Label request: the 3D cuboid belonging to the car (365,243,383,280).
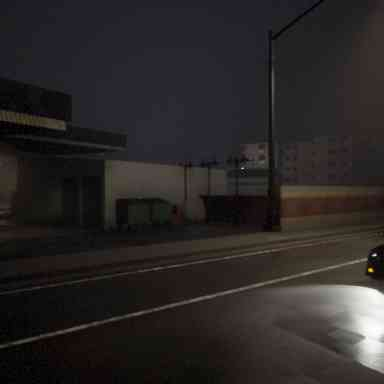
[{"bbox_3d":[6.234,1.521,8.408,4.181,1.385,1.994,0,0,-35],"label":"car"}]
